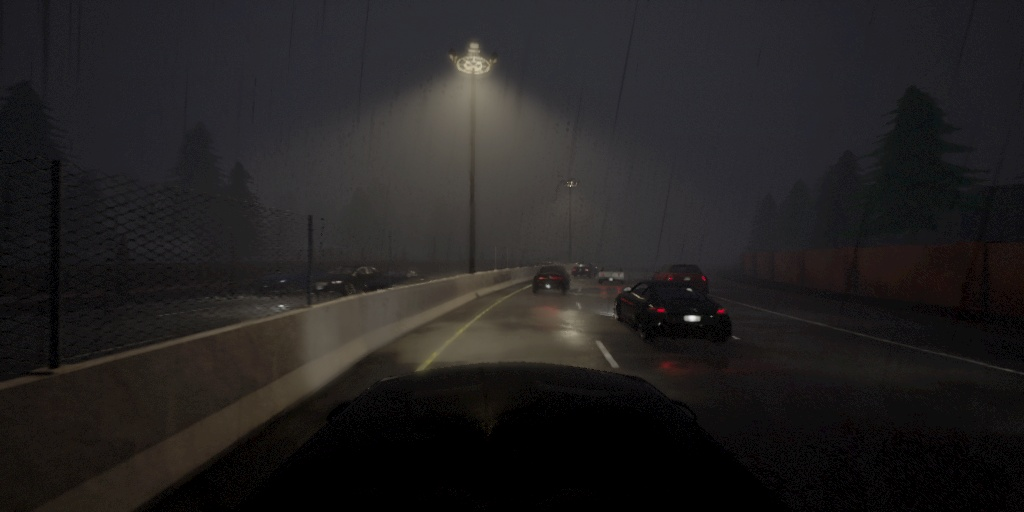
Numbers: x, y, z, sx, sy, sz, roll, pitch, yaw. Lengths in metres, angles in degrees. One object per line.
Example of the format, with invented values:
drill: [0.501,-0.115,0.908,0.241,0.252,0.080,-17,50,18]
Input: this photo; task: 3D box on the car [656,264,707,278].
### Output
car: [9.399,1.207,20.340,2.097,1.767,4.553,0,0,12]

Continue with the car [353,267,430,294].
car: [-5.545,1.348,17.695,1.994,1.385,4.181,0,0,10]

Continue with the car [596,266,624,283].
car: [8.143,1.482,29.114,1.895,1.301,4.718,0,0,18]

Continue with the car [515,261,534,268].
car: [2.217,1.486,58.115,1.812,1.442,4.674,0,0,32]

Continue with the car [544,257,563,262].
car: [6.558,1.199,58.489,2.150,2.045,5.566,0,0,33]

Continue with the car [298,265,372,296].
car: [-8.770,1.270,19.626,2.128,1.511,4.902,0,0,11]

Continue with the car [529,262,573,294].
car: [2.400,1.335,21.007,1.837,1.490,4.892,0,0,12]

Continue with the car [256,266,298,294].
car: [-12.147,1.293,20.604,1.812,1.442,4.674,0,0,11]

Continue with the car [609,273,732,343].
car: [4.164,1.360,9.933,1.994,1.385,4.181,0,0,5]

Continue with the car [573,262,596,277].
car: [7.887,1.461,38.426,2.033,1.411,5.357,0,0,23]
